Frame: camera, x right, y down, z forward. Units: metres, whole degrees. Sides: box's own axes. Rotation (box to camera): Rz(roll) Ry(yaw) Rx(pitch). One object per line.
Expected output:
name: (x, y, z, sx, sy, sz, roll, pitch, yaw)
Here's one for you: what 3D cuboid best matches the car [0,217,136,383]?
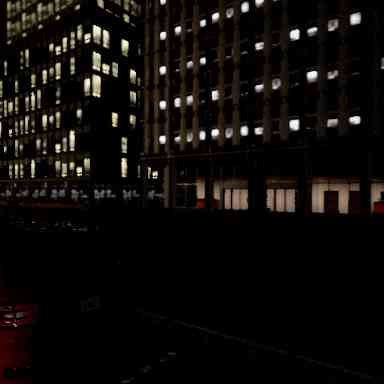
car: (-3.062, 1.312, 5.050, 5.009, 1.841, 2.192, 0, 0, 35)
